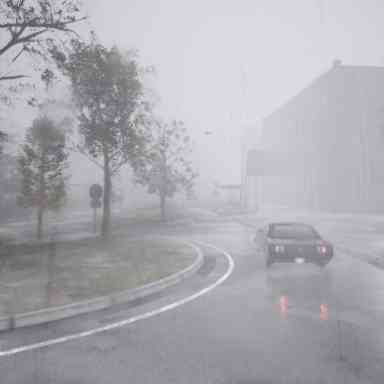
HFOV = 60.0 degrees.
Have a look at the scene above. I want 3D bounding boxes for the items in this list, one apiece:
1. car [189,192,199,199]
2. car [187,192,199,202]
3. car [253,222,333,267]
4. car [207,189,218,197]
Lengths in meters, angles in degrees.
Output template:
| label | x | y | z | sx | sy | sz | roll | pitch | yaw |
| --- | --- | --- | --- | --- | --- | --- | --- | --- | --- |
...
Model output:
| label | x | y | z | sx | sy | sz | roll | pitch | yaw |
| --- | --- | --- | --- | --- | --- | --- | --- | --- | --- |
| car | 0.422 | 0.732 | 70.627 | 1.895 | 1.301 | 4.718 | 0 | 1 | 4 |
| car | 0.120 | 0.944 | 60.260 | 1.837 | 1.490 | 4.892 | 0 | 1 | 1 |
| car | 3.364 | 1.735 | 11.935 | 1.895 | 1.301 | 4.718 | 0 | -1 | 5 |
| car | 5.045 | 0.602 | 89.243 | 2.097 | 1.535 | 5.008 | 0 | 0 | 6 |
